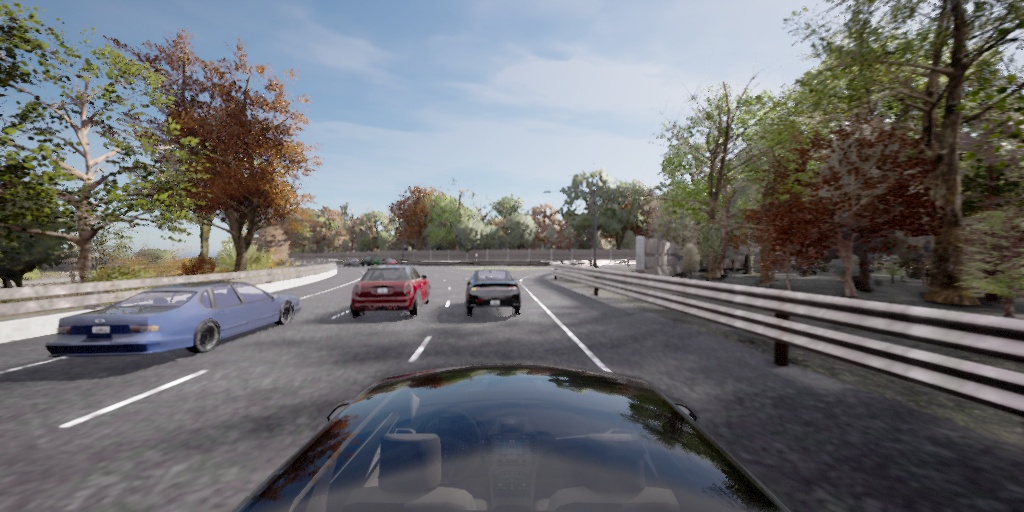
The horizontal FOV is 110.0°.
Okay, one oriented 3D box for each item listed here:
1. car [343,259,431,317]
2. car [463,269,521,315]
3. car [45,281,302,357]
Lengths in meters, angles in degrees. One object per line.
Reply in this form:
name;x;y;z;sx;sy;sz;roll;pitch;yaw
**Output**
car;-4.311;1.110;13.392;2.097;1.767;4.553;0;0;-6
car;-0.804;1.236;13.562;2.128;1.511;4.902;0;0;-7
car;-7.310;1.319;8.709;2.033;1.411;5.357;0;0;-4
